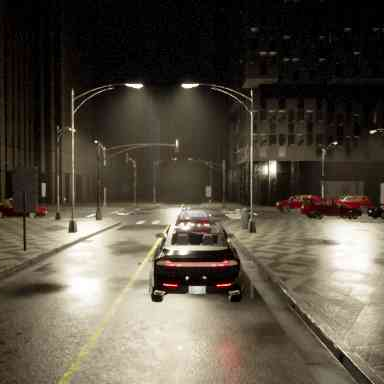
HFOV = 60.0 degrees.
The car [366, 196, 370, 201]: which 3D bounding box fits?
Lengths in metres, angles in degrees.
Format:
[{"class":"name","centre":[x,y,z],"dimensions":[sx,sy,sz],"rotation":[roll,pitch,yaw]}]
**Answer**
[{"class":"car","centre":[17.685,1.353,37.686],"dimensions":[5.009,1.841,2.192],"rotation":[0,1,0]}]

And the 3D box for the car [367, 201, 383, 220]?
[{"class":"car","centre":[17.715,1.742,29.165],"dimensions":[4.313,1.339,1.947],"rotation":[0,1,0]}]

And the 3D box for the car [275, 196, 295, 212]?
[{"class":"car","centre":[12.042,1.325,37.659],"dimensions":[5.009,1.841,2.192],"rotation":[0,1,0]}]

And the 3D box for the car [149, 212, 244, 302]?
[{"class":"car","centre":[0.086,1.490,8.213],"dimensions":[2.128,1.511,4.902],"rotation":[0,0,0]}]

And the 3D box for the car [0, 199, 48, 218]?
[{"class":"car","centre":[-14.969,1.567,29.009],"dimensions":[4.507,1.381,1.887],"rotation":[0,1,0]}]

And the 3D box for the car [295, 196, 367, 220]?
[{"class":"car","centre":[12.072,1.463,29.135],"dimensions":[5.009,1.841,2.192],"rotation":[0,1,0]}]

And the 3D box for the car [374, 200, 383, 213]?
[{"class":"car","centre":[23.326,1.633,37.716],"dimensions":[4.313,1.339,1.947],"rotation":[0,1,0]}]

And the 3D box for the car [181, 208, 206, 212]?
[{"class":"car","centre":[0.071,1.550,17.923],"dimensions":[2.033,1.411,5.357],"rotation":[0,0,0]}]
